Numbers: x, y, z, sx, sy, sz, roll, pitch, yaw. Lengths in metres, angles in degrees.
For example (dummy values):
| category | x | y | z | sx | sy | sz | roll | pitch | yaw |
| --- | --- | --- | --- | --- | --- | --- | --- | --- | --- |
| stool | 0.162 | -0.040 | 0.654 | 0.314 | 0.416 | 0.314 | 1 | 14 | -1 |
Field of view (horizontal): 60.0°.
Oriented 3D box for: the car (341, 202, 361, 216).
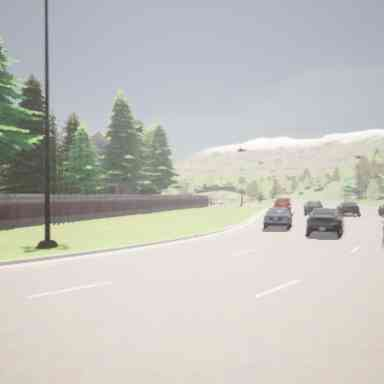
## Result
| category | x | y | z | sx | sy | sz | roll | pitch | yaw |
| --- | --- | --- | --- | --- | --- | --- | --- | --- | --- |
| car | 17.287 | 1.842 | 36.838 | 1.837 | 1.490 | 4.892 | -1 | -1 | 16 |

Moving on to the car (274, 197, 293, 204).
| category | x | y | z | sx | sy | sz | roll | pitch | yaw |
| --- | --- | --- | --- | --- | --- | --- | --- | --- | --- |
| car | 12.044 | 1.720 | 43.868 | 2.150 | 2.045 | 5.566 | -1 | -1 | 16 |

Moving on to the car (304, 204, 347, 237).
| category | x | y | z | sx | sy | sz | roll | pitch | yaw |
| --- | --- | --- | --- | --- | --- | --- | --- | --- | --- |
| car | 7.832 | 1.700 | 19.436 | 1.837 | 1.490 | 4.892 | 0 | -1 | 26 |

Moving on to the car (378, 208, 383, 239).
| category | x | y | z | sx | sy | sz | roll | pitch | yaw |
| --- | --- | --- | --- | --- | --- | --- | --- | --- | --- |
| car | 9.594 | 1.657 | 14.868 | 2.033 | 1.411 | 5.357 | -1 | -1 | 29 |

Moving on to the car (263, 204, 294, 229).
| category | x | y | z | sx | sy | sz | roll | pitch | yaw |
| --- | --- | --- | --- | --- | --- | --- | --- | --- | --- |
| car | 6.182 | 1.824 | 23.752 | 2.033 | 1.411 | 5.357 | -1 | -1 | 19 |

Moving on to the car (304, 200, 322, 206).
| category | x | y | z | sx | sy | sz | roll | pitch | yaw |
| --- | --- | --- | --- | --- | --- | --- | --- | --- | --- |
| car | 14.257 | 1.756 | 38.952 | 2.097 | 1.767 | 4.553 | -1 | -1 | 16 |

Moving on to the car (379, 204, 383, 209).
| category | x | y | z | sx | sy | sz | roll | pitch | yaw |
| --- | --- | --- | --- | --- | --- | --- | --- | --- | --- |
| car | 19.687 | 1.753 | 32.598 | 1.837 | 1.490 | 4.892 | -1 | -1 | 17 |
